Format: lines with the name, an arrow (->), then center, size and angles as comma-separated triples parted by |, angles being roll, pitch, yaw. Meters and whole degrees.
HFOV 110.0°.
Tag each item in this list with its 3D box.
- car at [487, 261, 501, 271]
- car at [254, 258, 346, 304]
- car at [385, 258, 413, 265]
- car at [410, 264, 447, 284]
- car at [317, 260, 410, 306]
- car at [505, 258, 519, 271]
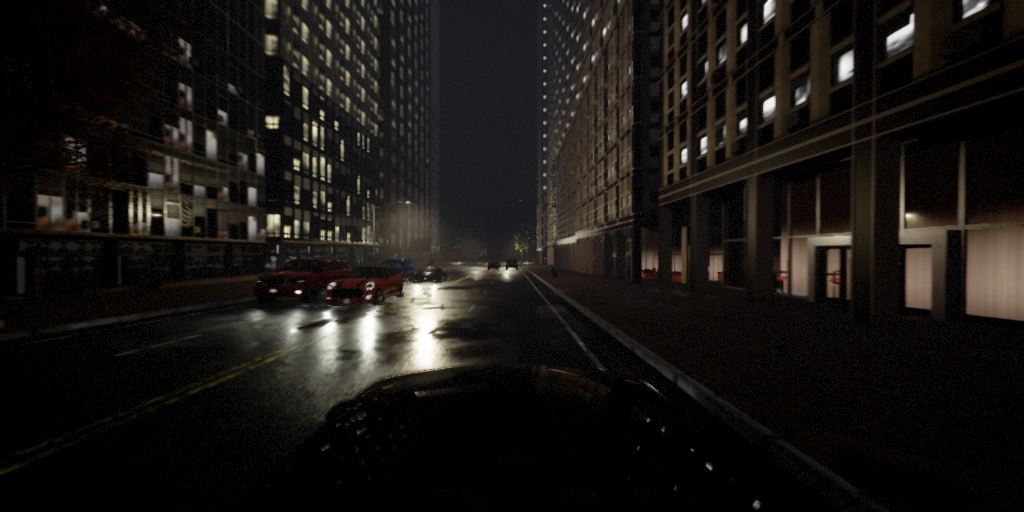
car -> -3.258, 1.724, 62.060 | 1.837, 1.490, 4.892 | 0, 0, 0
car -> -9.781, 1.102, 17.483 | 2.150, 2.045, 5.566 | 0, -1, 0
car -> -9.778, 1.202, 30.179 | 2.150, 2.045, 5.566 | 0, -1, 0
car -> -6.542, 1.535, 29.081 | 1.994, 1.385, 4.181 | 0, -1, 1
car -> -6.539, 1.221, 16.469 | 2.097, 1.767, 4.553 | 0, 0, 0
car -> -0.007, 1.443, 62.092 | 2.150, 2.045, 5.566 | 0, 0, 0
